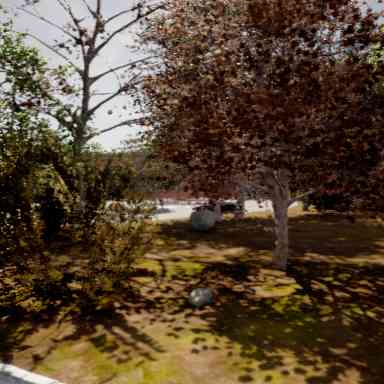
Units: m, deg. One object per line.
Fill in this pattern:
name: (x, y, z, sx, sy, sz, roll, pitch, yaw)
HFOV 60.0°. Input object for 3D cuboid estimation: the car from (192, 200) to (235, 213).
car: (2.357, 1.373, 30.299, 4.718, 1.301, 1.895, -1, 0, -43)
